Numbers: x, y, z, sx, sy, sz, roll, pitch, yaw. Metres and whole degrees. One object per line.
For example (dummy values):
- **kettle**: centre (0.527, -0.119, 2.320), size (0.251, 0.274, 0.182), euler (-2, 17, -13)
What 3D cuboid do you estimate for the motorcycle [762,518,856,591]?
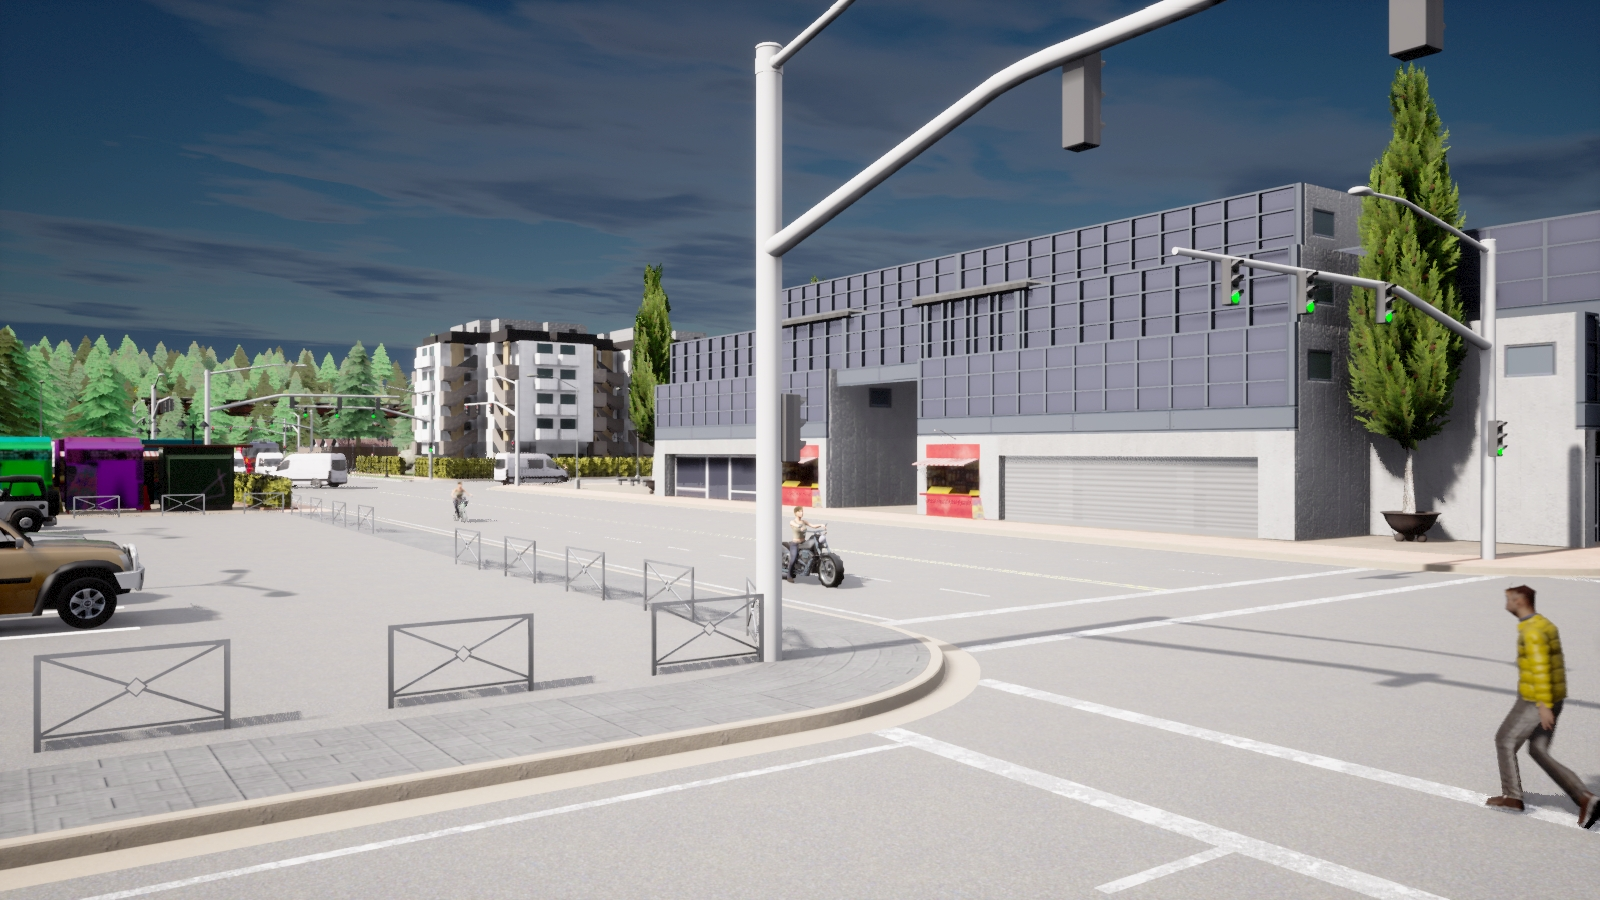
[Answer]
- **motorcycle**: centre (0.165, 2.155, 23.900), size (0.764, 1.307, 2.356), euler (0, 0, -34)

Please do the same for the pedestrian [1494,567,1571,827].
- **pedestrian**: centre (5.565, 1.849, 8.683), size (0.375, 1.860, 0.375), euler (0, 0, -34)
